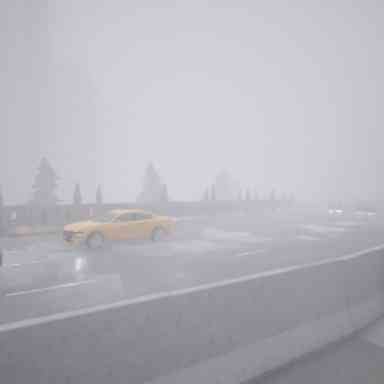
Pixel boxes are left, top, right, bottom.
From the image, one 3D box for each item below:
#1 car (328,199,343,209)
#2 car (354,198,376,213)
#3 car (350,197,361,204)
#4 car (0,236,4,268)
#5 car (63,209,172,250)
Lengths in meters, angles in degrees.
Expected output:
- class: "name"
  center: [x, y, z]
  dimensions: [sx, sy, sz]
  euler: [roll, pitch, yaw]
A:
- class: "car"
  center: [21.278, 1.768, 49.394]
  dimensions: [2.128, 1.511, 4.902]
  euler: [0, -1, 21]
- class: "car"
  center: [21.057, 1.750, 40.349]
  dimensions: [1.994, 1.385, 4.181]
  euler: [0, -1, 26]
- class: "car"
  center: [33.172, 1.799, 66.777]
  dimensions: [1.837, 1.490, 4.892]
  euler: [0, -1, 9]
- class: "car"
  center: [-7.135, 1.554, 7.645]
  dimensions: [4.892, 1.490, 1.837]
  euler: [0, 0, -35]
- class: "car"
  center: [-3.213, 1.547, 15.048]
  dimensions: [5.008, 1.535, 1.882]
  euler: [0, 0, -41]
